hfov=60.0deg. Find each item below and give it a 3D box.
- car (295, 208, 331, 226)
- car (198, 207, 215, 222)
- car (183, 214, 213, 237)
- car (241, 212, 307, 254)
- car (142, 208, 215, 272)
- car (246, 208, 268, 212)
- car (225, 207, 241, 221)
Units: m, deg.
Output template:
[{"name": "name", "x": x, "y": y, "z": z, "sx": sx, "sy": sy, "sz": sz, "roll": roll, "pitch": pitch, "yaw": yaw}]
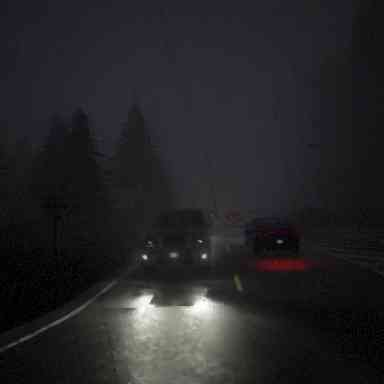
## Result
[{"name": "car", "x": 10.578, "y": 2.313, "z": 30.694, "sx": 3.988, "sy": 1.617, "sz": 1.851, "roll": -2, "pitch": -2, "yaw": 3}, {"name": "car", "x": 1.976, "y": 2.998, "z": 44.862, "sx": 2.097, "sy": 1.767, "sz": 4.553, "roll": -2, "pitch": -2, "yaw": 4}, {"name": "car", "x": 0.530, "y": 2.457, "z": 25.135, "sx": 1.994, "sy": 1.385, "sz": 4.181, "roll": -2, "pitch": -2, "yaw": 4}, {"name": "car", "x": 3.609, "y": 1.897, "z": 15.572, "sx": 1.882, "sy": 1.535, "sz": 5.008, "roll": -2, "pitch": -2, "yaw": 3}, {"name": "car", "x": -0.356, "y": 1.639, "z": 12.715, "sx": 2.150, "sy": 2.045, "sz": 5.566, "roll": -2, "pitch": -2, "yaw": 4}, {"name": "car", "x": 12.409, "y": 3.656, "z": 63.628, "sx": 4.181, "sy": 1.381, "sz": 1.994, "roll": -2, "pitch": -2, "yaw": 3}, {"name": "car", "x": 5.458, "y": 3.007, "z": 43.203, "sx": 1.812, "sy": 1.442, "sz": 4.674, "roll": -2, "pitch": -2, "yaw": 5}]
